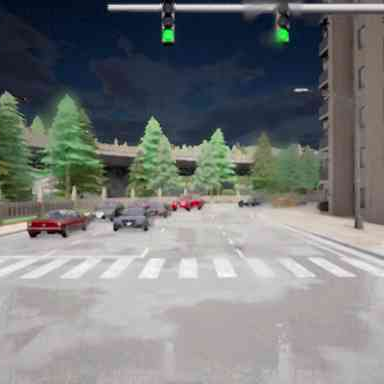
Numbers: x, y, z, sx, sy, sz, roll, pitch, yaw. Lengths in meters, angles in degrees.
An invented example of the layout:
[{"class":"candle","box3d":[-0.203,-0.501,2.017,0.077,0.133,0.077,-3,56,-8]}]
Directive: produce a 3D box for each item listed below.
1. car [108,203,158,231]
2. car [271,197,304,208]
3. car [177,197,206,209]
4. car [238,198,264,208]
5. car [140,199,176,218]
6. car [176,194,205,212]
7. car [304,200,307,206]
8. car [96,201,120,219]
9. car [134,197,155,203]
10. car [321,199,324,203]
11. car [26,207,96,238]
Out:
[{"class":"car","box3d":[-3.506,1.591,20.580,1.994,1.385,4.181,0,0,1]},{"class":"car","box3d":[13.561,1.464,48.019,5.008,1.535,1.882,0,0,-37]},{"class":"car","box3d":[0.002,1.559,48.557,1.837,1.490,4.892,0,0,35]},{"class":"car","box3d":[8.549,1.537,48.209,4.674,1.442,1.812,0,0,-42]},{"class":"car","box3d":[-3.049,1.604,30.415,1.994,1.385,4.181,0,0,6]},{"class":"car","box3d":[-0.483,1.265,40.797,2.150,2.045,5.566,0,0,24]},{"class":"car","box3d":[16.647,1.545,54.068,4.181,1.385,1.994,0,0,-24]},{"class":"car","box3d":[-6.748,1.544,27.215,2.128,1.511,4.902,0,0,4]},{"class":"car","box3d":[-5.319,1.413,37.132,2.097,1.767,4.553,0,0,16]},{"class":"car","box3d":[22.806,1.475,52.684,4.674,1.442,1.812,0,0,-15]},{"class":"car","box3d":[-7.053,1.641,18.092,1.895,1.301,4.718,0,0,1]}]
